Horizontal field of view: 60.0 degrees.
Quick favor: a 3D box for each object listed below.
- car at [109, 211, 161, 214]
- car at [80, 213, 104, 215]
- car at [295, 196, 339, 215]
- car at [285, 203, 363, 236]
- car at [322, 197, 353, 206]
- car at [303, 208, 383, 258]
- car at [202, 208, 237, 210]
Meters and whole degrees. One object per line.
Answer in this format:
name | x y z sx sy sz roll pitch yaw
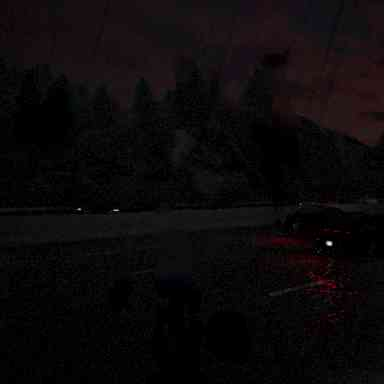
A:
car | -5.109 1.507 30.426 4.892 1.490 1.837 0 0 -35
car | -8.815 1.507 32.085 4.892 1.490 1.837 1 0 -35
car | 13.122 1.351 34.808 4.553 1.767 2.097 0 0 -35
car | 6.952 1.477 17.299 5.008 1.535 1.882 0 0 -35
car | 24.091 1.548 55.088 5.357 1.411 2.033 0 0 -32
car | 6.682 1.505 12.810 4.892 1.490 1.837 0 0 -35
car | 2.393 1.548 31.480 5.357 1.411 2.033 0 0 -35
